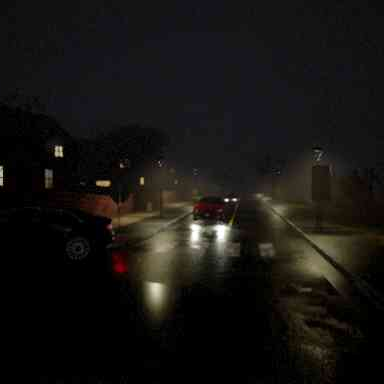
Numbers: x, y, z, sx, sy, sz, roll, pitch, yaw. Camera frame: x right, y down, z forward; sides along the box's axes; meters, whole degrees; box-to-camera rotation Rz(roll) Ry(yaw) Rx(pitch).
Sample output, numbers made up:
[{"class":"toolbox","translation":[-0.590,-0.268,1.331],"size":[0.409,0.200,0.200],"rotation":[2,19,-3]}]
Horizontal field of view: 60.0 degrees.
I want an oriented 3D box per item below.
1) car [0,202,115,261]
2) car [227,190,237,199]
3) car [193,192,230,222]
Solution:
[{"class":"car","translation":[-4.719,1.043,9.591],"size":[4.902,1.511,2.128],"rotation":[5,1,-19]},{"class":"car","translation":[6.445,0.391,54.920],"size":[2.033,1.411,5.357],"rotation":[0,1,9]},{"class":"car","translation":[1.263,1.017,21.943],"size":[1.882,1.535,5.008],"rotation":[0,1,9]}]
